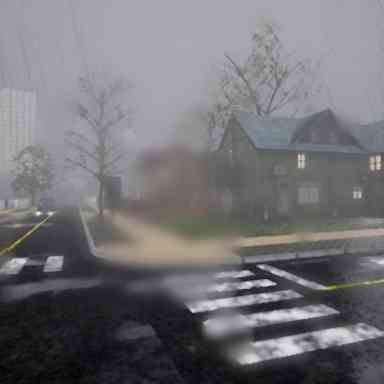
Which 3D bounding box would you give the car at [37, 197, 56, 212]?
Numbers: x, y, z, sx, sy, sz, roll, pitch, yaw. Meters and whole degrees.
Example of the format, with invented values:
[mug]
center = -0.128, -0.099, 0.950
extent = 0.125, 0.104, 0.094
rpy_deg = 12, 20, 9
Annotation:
[car]
center = -21.294, 1.751, 48.802
extent = 2.150, 2.045, 5.566
rpy_deg = 0, -1, -19
